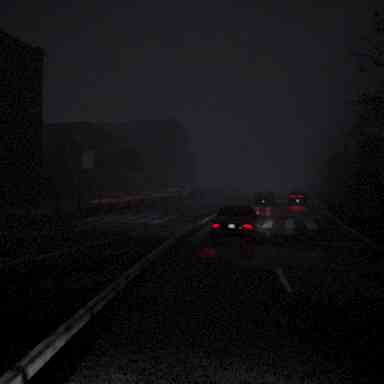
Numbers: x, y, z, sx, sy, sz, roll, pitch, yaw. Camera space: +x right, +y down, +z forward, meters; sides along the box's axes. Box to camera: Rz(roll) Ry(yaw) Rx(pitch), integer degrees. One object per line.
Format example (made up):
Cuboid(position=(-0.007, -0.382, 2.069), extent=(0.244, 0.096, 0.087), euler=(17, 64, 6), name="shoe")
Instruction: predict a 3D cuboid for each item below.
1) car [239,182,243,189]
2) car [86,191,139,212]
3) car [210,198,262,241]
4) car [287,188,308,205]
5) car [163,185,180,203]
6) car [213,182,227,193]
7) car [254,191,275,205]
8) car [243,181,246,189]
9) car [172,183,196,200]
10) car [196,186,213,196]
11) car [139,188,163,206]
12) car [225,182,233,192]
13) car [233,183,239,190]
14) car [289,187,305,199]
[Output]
Cuboid(position=(11.159, -1.372, 86.131), extent=(1.946, 1.575, 5.366), euler=(0, 2, 17), name="car")
Cuboid(position=(-6.769, 0.728, 28.099), extent=(1.946, 1.575, 5.366), euler=(0, 2, 17), name="car")
Cuboid(position=(2.009, 1.260, 15.064), extent=(2.033, 1.411, 5.357), euler=(0, 2, 12), name="car")
Cuboid(position=(10.927, 0.506, 34.401), extent=(1.837, 1.490, 4.892), euler=(0, 2, 17), name="car")
Cuboid(position=(-3.502, 0.344, 38.646), extent=(1.946, 1.575, 5.366), euler=(0, 2, 17), name="car")
Cuboid(position=(4.737, -0.616, 65.329), extent=(2.231, 1.521, 4.892), euler=(0, 2, 17), name="car")
Cuboid(position=(7.766, 0.590, 35.203), extent=(1.895, 1.301, 4.718), euler=(0, 2, 17), name="car")
Cuboid(position=(12.851, -1.693, 91.609), extent=(2.185, 1.767, 4.553), euler=(0, 2, 17), name="car")
Cuboid(position=(-1.788, -0.105, 44.183), extent=(2.435, 2.045, 5.566), euler=(0, 2, 17), name="car")
Cuboid(position=(1.464, -0.205, 54.743), extent=(2.163, 1.488, 4.792), euler=(0, 2, 17), name="car")
Cuboid(position=(-5.131, 0.534, 33.370), extent=(1.946, 1.575, 5.366), euler=(0, 2, 17), name="car")
Cuboid(position=(6.354, -1.058, 70.563), extent=(2.435, 2.045, 5.566), euler=(0, 2, 17), name="car")
Cuboid(position=(9.079, -1.131, 79.585), extent=(2.231, 1.521, 4.892), euler=(0, 2, 18), name="car")
Cuboid(position=(14.996, 0.074, 47.429), extent=(2.033, 1.411, 5.357), euler=(0, 2, 17), name="car")
